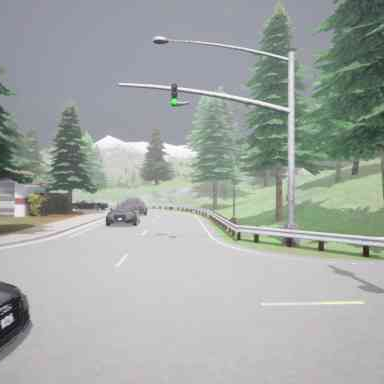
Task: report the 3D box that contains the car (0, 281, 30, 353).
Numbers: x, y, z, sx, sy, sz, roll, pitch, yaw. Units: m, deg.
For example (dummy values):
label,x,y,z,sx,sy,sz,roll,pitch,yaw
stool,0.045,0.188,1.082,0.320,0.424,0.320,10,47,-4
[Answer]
label,x,y,z,sx,sy,sz,roll,pitch,yaw
car,-4.591,1.620,4.603,4.181,1.385,1.994,1,0,-3

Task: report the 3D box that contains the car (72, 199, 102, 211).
label,x,y,z,sx,sy,sz,roll,pitch,yaw
car,-12.638,1.567,40.489,4.718,1.301,1.895,0,0,12

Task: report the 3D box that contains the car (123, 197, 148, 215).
label,x,y,z,sx,sy,sz,roll,pitch,yaw
car,-5.841,1.322,32.946,2.097,1.767,4.553,0,0,-21

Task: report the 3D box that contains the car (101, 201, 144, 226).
label,x,y,z,sx,sy,sz,roll,pitch,yaw
car,-4.721,1.542,23.184,1.994,1.385,4.181,0,0,-4
